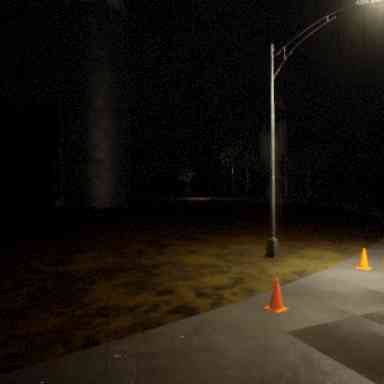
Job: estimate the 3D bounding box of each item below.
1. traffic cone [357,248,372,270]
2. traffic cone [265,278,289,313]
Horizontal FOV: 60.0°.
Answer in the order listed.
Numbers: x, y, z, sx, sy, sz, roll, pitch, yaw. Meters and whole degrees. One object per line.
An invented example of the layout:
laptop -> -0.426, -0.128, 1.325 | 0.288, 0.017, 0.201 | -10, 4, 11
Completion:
traffic cone -> 5.060, 1.948, 9.774 | 0.340, 0.580, 0.340 | -1, 0, 43
traffic cone -> 1.639, 1.968, 6.436 | 0.340, 0.580, 0.340 | 0, 0, -42
